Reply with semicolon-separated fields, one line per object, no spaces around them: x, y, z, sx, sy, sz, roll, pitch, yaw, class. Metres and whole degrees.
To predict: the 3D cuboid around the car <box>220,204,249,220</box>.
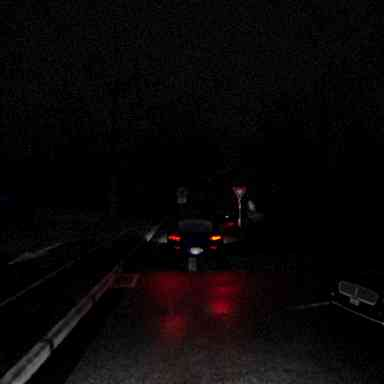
3.671;1.702;28.992;1.895;1.301;4.718;-1;0;22;car

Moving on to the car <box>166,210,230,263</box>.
0.103;1.497;11.758;1.812;1.442;4.674;0;0;0;car

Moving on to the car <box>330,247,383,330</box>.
4.835;1.480;6.039;4.892;1.521;2.231;1;0;-20;car

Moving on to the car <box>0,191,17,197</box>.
-24.385;1.352;42.103;2.435;2.045;5.566;1;-3;-19;car
